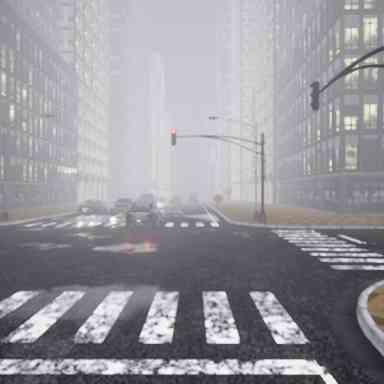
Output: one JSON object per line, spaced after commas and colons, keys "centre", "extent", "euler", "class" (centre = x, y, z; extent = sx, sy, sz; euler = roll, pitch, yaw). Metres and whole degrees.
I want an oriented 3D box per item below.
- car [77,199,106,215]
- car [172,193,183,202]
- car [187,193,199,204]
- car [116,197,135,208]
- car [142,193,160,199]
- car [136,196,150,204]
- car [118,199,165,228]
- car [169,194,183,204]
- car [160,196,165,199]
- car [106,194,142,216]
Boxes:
{"centre": [-9.747, 1.454, 32.703], "extent": [2.128, 1.511, 4.902], "euler": [0, 0, 0], "class": "car"}
{"centre": [-3.030, 1.184, 70.753], "extent": [2.097, 1.767, 4.553], "euler": [0, 0, 0], "class": "car"}
{"centre": [0.189, 1.485, 60.772], "extent": [1.837, 1.490, 4.892], "euler": [0, 0, 0], "class": "car"}
{"centre": [-9.690, 1.491, 48.578], "extent": [1.812, 1.442, 4.674], "euler": [0, 0, 1], "class": "car"}
{"centre": [-6.441, 1.180, 48.034], "extent": [2.150, 2.045, 5.566], "euler": [0, 1, 0], "class": "car"}
{"centre": [-9.549, 1.501, 64.970], "extent": [1.882, 1.535, 5.008], "euler": [0, 0, 0], "class": "car"}
{"centre": [-3.084, 1.460, 21.748], "extent": [2.128, 1.511, 4.902], "euler": [0, 0, 0], "class": "car"}
{"centre": [-3.062, 1.543, 60.748], "extent": [1.994, 1.385, 4.181], "euler": [0, 0, 0], "class": "car"}
{"centre": [-6.299, 1.518, 64.960], "extent": [2.128, 1.511, 4.902], "euler": [0, 0, 0], "class": "car"}
{"centre": [-6.498, 1.315, 32.329], "extent": [2.097, 1.767, 4.553], "euler": [0, 0, 0], "class": "car"}
